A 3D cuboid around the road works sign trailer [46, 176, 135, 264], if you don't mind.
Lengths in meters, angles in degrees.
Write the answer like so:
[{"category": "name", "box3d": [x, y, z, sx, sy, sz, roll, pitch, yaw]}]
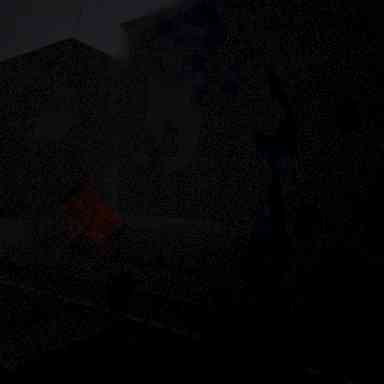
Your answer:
[{"category": "road works sign trailer", "box3d": [-4.180, 1.234, 12.273, 2.380, 2.880, 3.560, 45, -13, -15]}]
